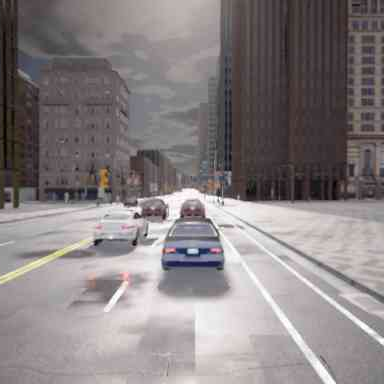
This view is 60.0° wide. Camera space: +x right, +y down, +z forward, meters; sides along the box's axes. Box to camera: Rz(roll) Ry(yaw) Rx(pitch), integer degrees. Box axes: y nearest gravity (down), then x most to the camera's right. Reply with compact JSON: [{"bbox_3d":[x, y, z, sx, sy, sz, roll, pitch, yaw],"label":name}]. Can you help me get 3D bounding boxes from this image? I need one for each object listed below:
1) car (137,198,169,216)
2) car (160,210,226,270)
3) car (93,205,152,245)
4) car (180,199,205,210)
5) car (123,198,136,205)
[{"bbox_3d":[-3.183,1.404,29.382,2.097,1.767,4.553,0,0,0],"label":"car"},{"bbox_3d":[0.043,1.557,10.997,2.033,1.411,5.357,0,0,0],"label":"car"},{"bbox_3d":[-3.177,1.543,15.399,1.812,1.442,4.674,0,0,0],"label":"car"},{"bbox_3d":[0.067,1.404,29.408,2.097,1.767,4.553,0,0,0],"label":"car"},{"bbox_3d":[-9.798,1.684,53.816,2.033,1.411,5.357,0,0,1],"label":"car"}]
